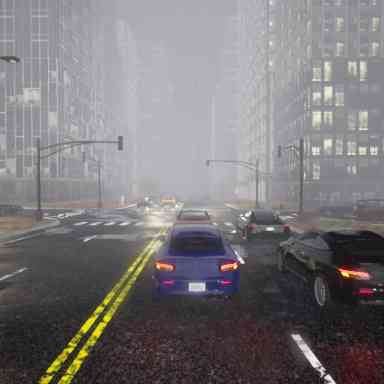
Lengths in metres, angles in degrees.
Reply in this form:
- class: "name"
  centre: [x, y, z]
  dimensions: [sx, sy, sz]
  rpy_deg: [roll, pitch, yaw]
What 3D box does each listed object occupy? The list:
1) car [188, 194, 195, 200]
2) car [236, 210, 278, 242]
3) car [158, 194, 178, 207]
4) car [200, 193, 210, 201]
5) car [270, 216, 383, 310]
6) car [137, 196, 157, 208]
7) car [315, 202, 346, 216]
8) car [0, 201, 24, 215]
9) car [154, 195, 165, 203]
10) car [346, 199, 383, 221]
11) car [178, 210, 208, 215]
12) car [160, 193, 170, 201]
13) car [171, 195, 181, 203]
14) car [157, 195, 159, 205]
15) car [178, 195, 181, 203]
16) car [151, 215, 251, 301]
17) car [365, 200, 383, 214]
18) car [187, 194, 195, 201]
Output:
- class: "car"
  centre: [-0.164, 1.266, 89.144]
  dimensions: [1.812, 1.442, 4.674]
  rpy_deg: [0, 0, 0]
- class: "car"
  centre: [3.325, 1.555, 16.219]
  dimensions: [1.994, 1.385, 4.181]
  rpy_deg: [0, 0, -1]
- class: "car"
  centre: [-3.433, 1.442, 49.275]
  dimensions: [1.882, 1.535, 5.008]
  rpy_deg: [0, 0, 0]
- class: "car"
  centre: [3.106, 1.143, 78.761]
  dimensions: [2.150, 2.045, 5.566]
  rpy_deg: [0, 0, 0]
- class: "car"
  centre: [3.338, 1.522, 7.649]
  dimensions: [1.812, 1.442, 4.674]
  rpy_deg: [0, 0, 0]
- class: "car"
  centre: [-6.685, 1.513, 47.876]
  dimensions: [2.033, 1.411, 5.357]
  rpy_deg: [0, 0, 0]
- class: "car"
  centre: [15.040, 1.702, 33.755]
  dimensions: [4.718, 1.301, 1.895]
  rpy_deg: [0, 1, 1]
- class: "car"
  centre: [-18.341, 1.455, 31.030]
  dimensions: [4.718, 1.301, 1.895]
  rpy_deg: [1, 1, 2]
- class: "car"
  centre: [-6.638, 1.447, 68.027]
  dimensions: [1.837, 1.490, 4.892]
  rpy_deg: [0, 0, 0]
- class: "car"
  centre: [16.151, 1.520, 27.967]
  dimensions: [5.009, 1.841, 2.192]
  rpy_deg: [1, 0, 1]
- class: "car"
  centre: [0.071, 1.591, 17.380]
  dimensions: [1.895, 1.301, 4.718]
  rpy_deg: [0, 0, 0]
- class: "car"
  centre: [-6.654, 1.262, 83.137]
  dimensions: [2.097, 1.767, 4.553]
  rpy_deg: [0, 0, 0]
- class: "car"
  centre: [-3.379, 1.417, 69.579]
  dimensions: [1.882, 1.535, 5.008]
  rpy_deg: [0, 0, 0]
- class: "car"
  centre: [-6.686, 1.459, 57.614]
  dimensions: [1.837, 1.490, 4.892]
  rpy_deg: [0, 0, 0]
- class: "car"
  centre: [-3.434, 1.553, 59.305]
  dimensions: [1.895, 1.301, 4.718]
  rpy_deg: [0, 0, 0]
- class: "car"
  centre: [0.087, 1.522, 8.213]
  dimensions: [1.812, 1.442, 4.674]
  rpy_deg: [0, 0, 0]
- class: "car"
  centre: [21.744, 1.643, 36.263]
  dimensions: [4.829, 1.417, 1.752]
  rpy_deg: [1, 0, 1]
- class: "car"
  centre: [-0.145, 1.514, 79.172]
  dimensions: [1.895, 1.301, 4.718]
  rpy_deg: [0, 0, 0]
